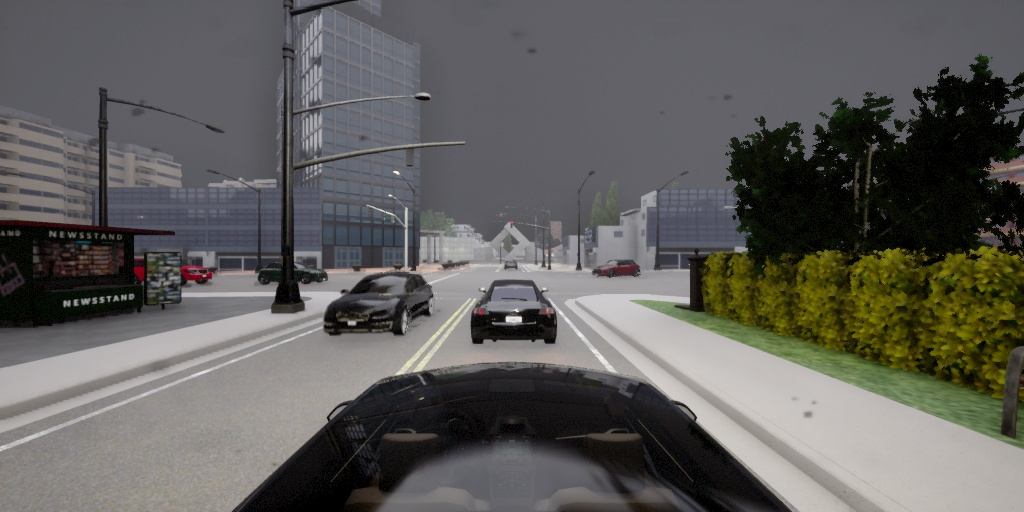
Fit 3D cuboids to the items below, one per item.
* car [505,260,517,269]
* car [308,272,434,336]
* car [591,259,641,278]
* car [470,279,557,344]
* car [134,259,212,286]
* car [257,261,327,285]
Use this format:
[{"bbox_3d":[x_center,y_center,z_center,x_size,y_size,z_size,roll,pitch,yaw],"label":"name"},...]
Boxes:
[{"bbox_3d":[-0.158,1.314,56.965,1.994,1.385,4.181,0,0,0],"label":"car"},{"bbox_3d":[-3.579,1.254,10.481,1.837,1.490,4.892,0,0,0],"label":"car"},{"bbox_3d":[9.560,1.100,33.127,4.553,1.767,2.097,0,0,-26],"label":"car"},{"bbox_3d":[0.044,1.314,9.610,1.994,1.385,4.181,0,0,0],"label":"car"},{"bbox_3d":[-26.016,1.190,27.075,5.566,2.045,2.150,-1,0,-1],"label":"car"},{"bbox_3d":[-16.499,1.210,27.193,4.553,1.767,2.097,-1,0,-1],"label":"car"}]
